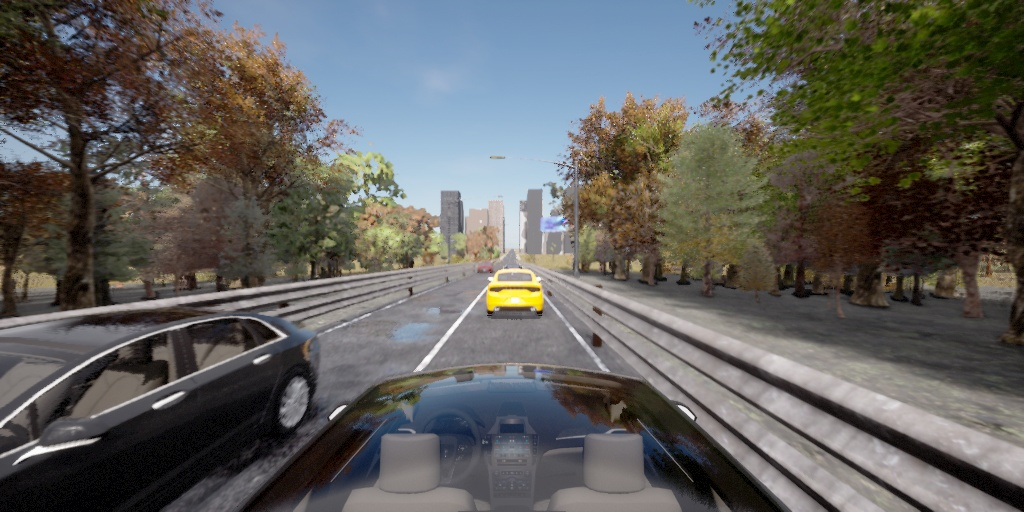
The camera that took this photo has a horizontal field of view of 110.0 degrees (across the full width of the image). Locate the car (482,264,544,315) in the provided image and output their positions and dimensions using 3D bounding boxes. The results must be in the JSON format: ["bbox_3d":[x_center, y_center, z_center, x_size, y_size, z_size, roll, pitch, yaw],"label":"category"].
[{"bbox_3d":[0.098,1.229,13.555,1.882,1.535,5.008,0,0,0],"label":"car"}]

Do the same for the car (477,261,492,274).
[{"bbox_3d":[-3.315,1.459,45.683,1.882,1.535,5.008,0,0,0],"label":"car"}]

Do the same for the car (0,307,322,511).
[{"bbox_3d":[-3.346,1.253,2.651,1.837,1.490,4.892,0,0,0],"label":"car"}]
